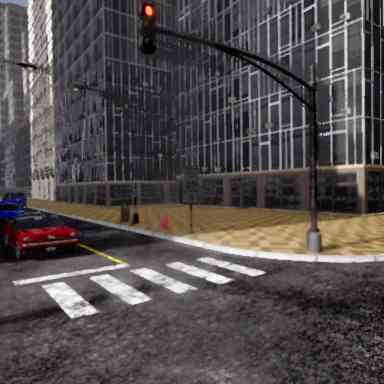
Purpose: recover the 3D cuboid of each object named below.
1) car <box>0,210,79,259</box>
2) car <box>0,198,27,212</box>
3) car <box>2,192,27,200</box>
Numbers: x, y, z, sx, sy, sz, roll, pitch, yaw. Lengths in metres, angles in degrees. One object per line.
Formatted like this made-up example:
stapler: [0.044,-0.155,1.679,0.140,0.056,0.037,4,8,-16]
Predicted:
car: [-5.877,1.551,12.700,1.895,1.301,4.718,-2,1,-35]
car: [-11.850,1.410,21.143,1.882,1.535,5.008,-2,1,-35]
car: [-21.486,1.047,40.300,2.150,2.045,5.566,-2,1,-35]
